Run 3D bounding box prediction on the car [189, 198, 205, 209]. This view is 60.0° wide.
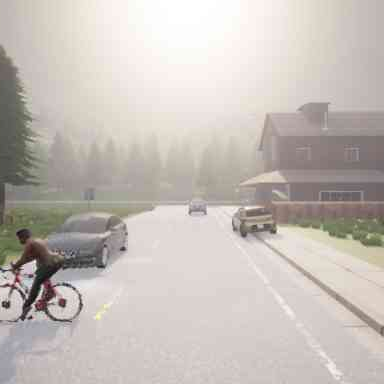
[{"bbox_3d":[0.746,1.547,45.757,2.033,1.411,5.357,0,0,1],"label":"car"}]

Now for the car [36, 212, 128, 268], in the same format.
[{"bbox_3d":[-3.435,1.501,11.278,1.837,1.490,4.892,0,1,1],"label":"car"}]

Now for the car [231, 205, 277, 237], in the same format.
[{"bbox_3d":[3.231,1.455,18.064,1.816,1.474,4.193,-6,0,-1],"label":"car"}]

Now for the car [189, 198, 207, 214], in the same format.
[{"bbox_3d":[0.604,1.548,35.089,2.033,1.411,5.357,0,0,2],"label":"car"}]

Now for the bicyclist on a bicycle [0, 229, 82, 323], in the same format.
[{"bbox_3d":[-2.706,1.453,5.708,1.656,1.620,0.582,-1,0,1],"label":"bicyclist on a bicycle"}]
